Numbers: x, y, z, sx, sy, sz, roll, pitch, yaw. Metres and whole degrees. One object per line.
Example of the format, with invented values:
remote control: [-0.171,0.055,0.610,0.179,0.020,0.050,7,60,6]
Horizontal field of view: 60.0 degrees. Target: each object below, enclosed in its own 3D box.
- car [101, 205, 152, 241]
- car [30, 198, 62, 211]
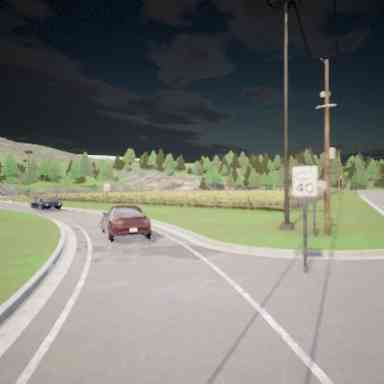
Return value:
car: [-3.133,1.336,15.533,1.812,1.442,4.674,-1,1,-20]
car: [-15.154,1.240,34.310,1.895,1.301,4.718,-1,1,-42]
